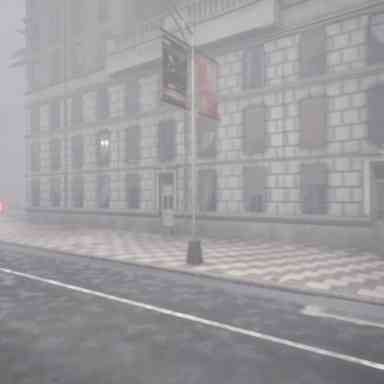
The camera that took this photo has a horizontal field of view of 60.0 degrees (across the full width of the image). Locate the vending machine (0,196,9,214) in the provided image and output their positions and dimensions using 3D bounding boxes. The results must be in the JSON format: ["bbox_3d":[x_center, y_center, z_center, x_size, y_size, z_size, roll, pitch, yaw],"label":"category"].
[{"bbox_3d":[-22.464,1.590,39.503,1.100,2.100,0.880,0,0,-11],"label":"vending machine"}]

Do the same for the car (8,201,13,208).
[{"bbox_3d":[-34.139,2.090,58.463,2.128,1.511,4.902,-1,0,24],"label":"car"}]
